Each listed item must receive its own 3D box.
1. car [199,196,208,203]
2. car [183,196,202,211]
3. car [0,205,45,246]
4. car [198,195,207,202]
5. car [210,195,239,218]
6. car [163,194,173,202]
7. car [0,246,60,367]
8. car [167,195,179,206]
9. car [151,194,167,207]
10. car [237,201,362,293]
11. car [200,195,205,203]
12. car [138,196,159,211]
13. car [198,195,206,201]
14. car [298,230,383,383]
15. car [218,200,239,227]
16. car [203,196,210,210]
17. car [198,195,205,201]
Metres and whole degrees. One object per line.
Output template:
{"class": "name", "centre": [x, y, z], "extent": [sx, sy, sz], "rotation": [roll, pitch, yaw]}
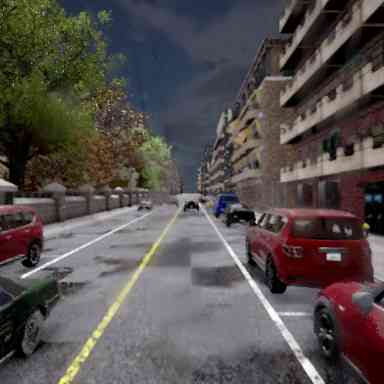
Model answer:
{"class": "car", "centre": [2.593, 1.628, 75.009], "extent": [1.947, 1.339, 4.313], "rotation": [1, 0, 0]}
{"class": "car", "centre": [-0.039, 1.564, 41.409], "extent": [1.812, 1.442, 4.674], "rotation": [0, 0, 0]}
{"class": "car", "centre": [-5.684, 1.325, 8.715], "extent": [2.192, 1.841, 5.009], "rotation": [1, 0, 0]}
{"class": "car", "centre": [2.587, 1.506, 80.532], "extent": [1.967, 1.590, 4.097], "rotation": [1, 0, 0]}
{"class": "car", "centre": [3.063, 1.244, 30.007], "extent": [2.150, 2.045, 5.566], "rotation": [0, 0, 0]}
{"class": "car", "centre": [-5.791, 1.385, 80.520], "extent": [2.192, 1.841, 5.009], "rotation": [1, 0, 0]}
{"class": "car", "centre": [-3.103, 1.605, 3.267], "extent": [1.895, 1.301, 4.718], "rotation": [0, 0, 0]}
{"class": "car", "centre": [-3.130, 1.595, 55.277], "extent": [2.033, 1.411, 5.357], "rotation": [0, 0, 1]}
{"class": "car", "centre": [-5.749, 1.362, 52.902], "extent": [2.192, 1.841, 5.009], "rotation": [1, 0, 0]}
{"class": "car", "centre": [2.695, 1.321, 8.726], "extent": [2.192, 1.841, 5.009], "rotation": [1, 0, 0]}
{"class": "car", "centre": [2.609, 1.618, 63.960], "extent": [1.947, 1.339, 4.313], "rotation": [1, 0, 0]}
{"class": "car", "centre": [-5.738, 1.589, 41.855], "extent": [2.008, 1.369, 4.403], "rotation": [1, 0, 0]}
{"class": "car", "centre": [2.577, 1.616, 86.054], "extent": [1.887, 1.381, 4.507], "rotation": [1, 0, 0]}
{"class": "car", "centre": [2.702, 1.442, 3.203], "extent": [1.967, 1.590, 4.097], "rotation": [1, 0, 0]}
{"class": "car", "centre": [3.113, 1.522, 22.974], "extent": [1.837, 1.490, 4.892], "rotation": [0, 0, 0]}
{"class": "car", "centre": [2.642, 1.560, 42.037], "extent": [1.752, 1.417, 4.829], "rotation": [1, 0, 0]}
{"class": "car", "centre": [2.569, 1.601, 91.748], "extent": [1.752, 1.417, 4.829], "rotation": [1, 0, 0]}
